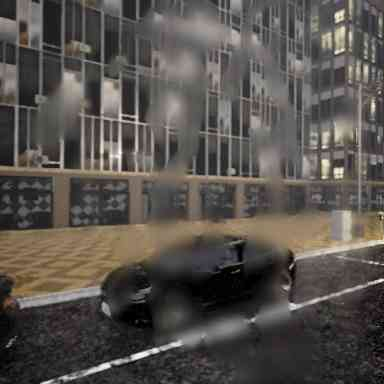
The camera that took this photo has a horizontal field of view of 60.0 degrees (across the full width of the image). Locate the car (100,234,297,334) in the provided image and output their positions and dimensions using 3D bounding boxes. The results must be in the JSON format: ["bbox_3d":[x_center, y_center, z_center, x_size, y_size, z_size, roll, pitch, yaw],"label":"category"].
[{"bbox_3d":[0.350,1.584,6.813,4.313,1.339,1.947,0,0,-36],"label":"car"}]

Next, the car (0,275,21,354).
[{"bbox_3d":[-4.279,1.544,3.500,4.403,1.369,2.008,0,0,-36],"label":"car"}]
